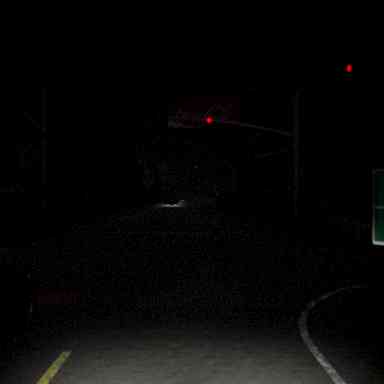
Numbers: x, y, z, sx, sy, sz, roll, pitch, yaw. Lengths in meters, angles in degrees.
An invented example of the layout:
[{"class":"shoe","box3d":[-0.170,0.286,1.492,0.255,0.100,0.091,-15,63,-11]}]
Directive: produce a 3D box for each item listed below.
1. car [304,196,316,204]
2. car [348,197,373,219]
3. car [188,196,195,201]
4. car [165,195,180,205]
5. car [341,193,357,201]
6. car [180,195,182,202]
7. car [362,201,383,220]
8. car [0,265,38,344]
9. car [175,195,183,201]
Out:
[{"class":"car","box3d":[22.362,1.591,64.152,1.970,1.475,3.806,0,0,0]},{"class":"car","box3d":[14.314,1.519,25.068,3.866,1.878,1.905,0,0,0]},{"class":"car","box3d":[-0.122,1.604,86.414,1.994,1.385,4.181,0,0,0]},{"class":"car","box3d":[-3.659,1.600,60.335,1.994,1.385,4.181,0,0,0]},{"class":"car","box3d":[34.748,1.532,71.971,2.007,1.523,4.514,0,0,0]},{"class":"car","box3d":[-3.606,1.400,75.154,2.097,1.767,4.553,0,0,0]},{"class":"car","box3d":[18.628,1.690,30.747,4.611,1.667,2.242,0,0,0]},{"class":"car","box3d":[-3.601,1.565,3.931,1.994,1.385,4.181,0,0,0]},{"class":"car","box3d":[-3.628,1.583,91.093,2.033,1.411,5.357,0,0,0]}]
